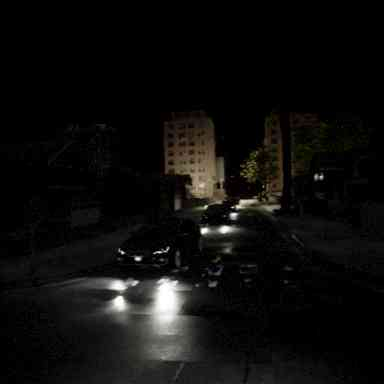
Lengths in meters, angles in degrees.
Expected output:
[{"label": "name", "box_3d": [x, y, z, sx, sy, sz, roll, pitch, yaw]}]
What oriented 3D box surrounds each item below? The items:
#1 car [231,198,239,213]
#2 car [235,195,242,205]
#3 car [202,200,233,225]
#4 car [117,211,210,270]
[{"label": "car", "box_3d": [4.574, 1.834, 42.294, 1.837, 1.490, 4.892, -2, -1, 9]}, {"label": "car", "box_3d": [8.356, 1.971, 65.266, 1.837, 1.490, 4.892, -2, 0, 9]}, {"label": "car", "box_3d": [1.956, 1.713, 26.512, 1.882, 1.535, 5.008, -2, -1, 9]}, {"label": "car", "box_3d": [-0.921, 1.672, 11.881, 1.837, 1.490, 4.892, -2, -1, 15]}]
